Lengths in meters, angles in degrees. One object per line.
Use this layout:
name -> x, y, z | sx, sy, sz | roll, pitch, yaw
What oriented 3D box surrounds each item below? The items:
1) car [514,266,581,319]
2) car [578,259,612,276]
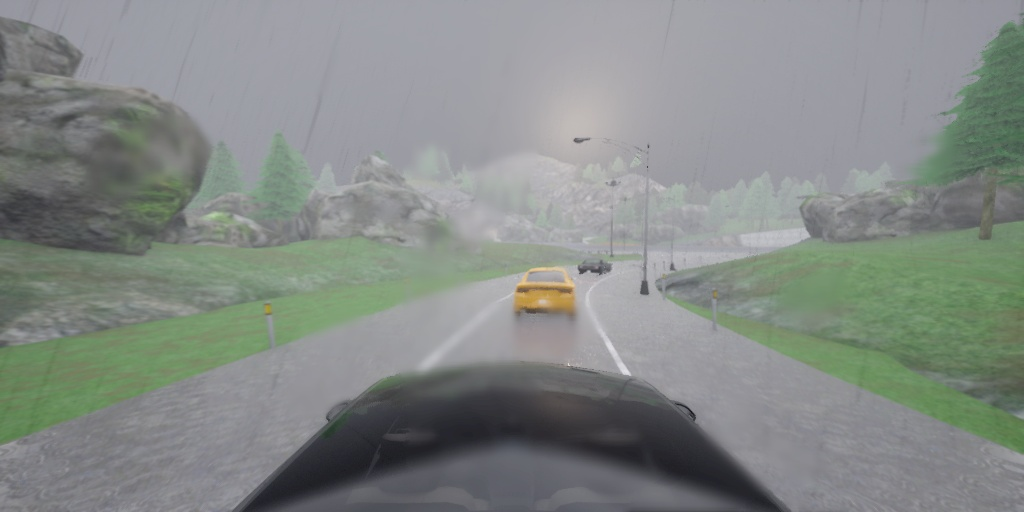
car -> 1.263, 1.143, 12.609 | 1.882, 1.535, 5.008 | 1, 1, 8
car -> 7.119, 0.878, 30.360 | 1.895, 1.301, 4.718 | 2, 3, 28
